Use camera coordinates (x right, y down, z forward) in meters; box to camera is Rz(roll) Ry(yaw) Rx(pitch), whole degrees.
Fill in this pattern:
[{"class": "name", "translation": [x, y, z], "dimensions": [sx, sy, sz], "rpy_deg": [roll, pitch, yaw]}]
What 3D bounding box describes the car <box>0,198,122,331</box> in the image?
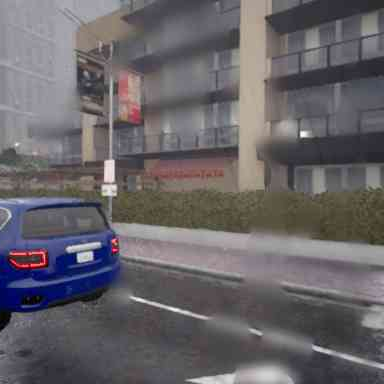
[{"class": "car", "translation": [-3.886, 1.151, 6.791], "dimensions": [5.566, 2.045, 2.150], "rpy_deg": [-1, -1, 35]}]
